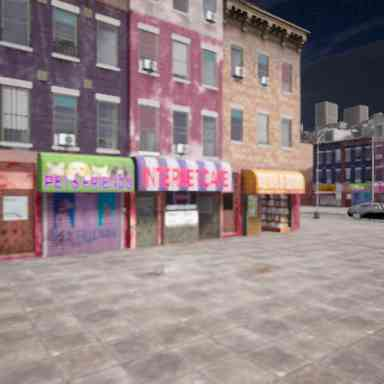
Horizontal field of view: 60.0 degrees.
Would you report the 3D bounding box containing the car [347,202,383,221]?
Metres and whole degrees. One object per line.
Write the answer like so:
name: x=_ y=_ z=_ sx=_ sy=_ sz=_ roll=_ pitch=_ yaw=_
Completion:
car: x=14.380 y=1.556 z=25.357 sx=2.128 sy=1.511 sz=4.902 roll=0 pitch=0 yaw=-35
